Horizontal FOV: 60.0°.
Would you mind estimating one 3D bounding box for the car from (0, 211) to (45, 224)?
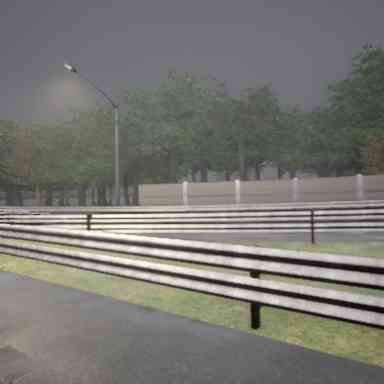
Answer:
[{"bbox_3d":[-13.167,2.013,24.014,4.718,1.301,1.895,-1,-1,12],"label":"car"}]
